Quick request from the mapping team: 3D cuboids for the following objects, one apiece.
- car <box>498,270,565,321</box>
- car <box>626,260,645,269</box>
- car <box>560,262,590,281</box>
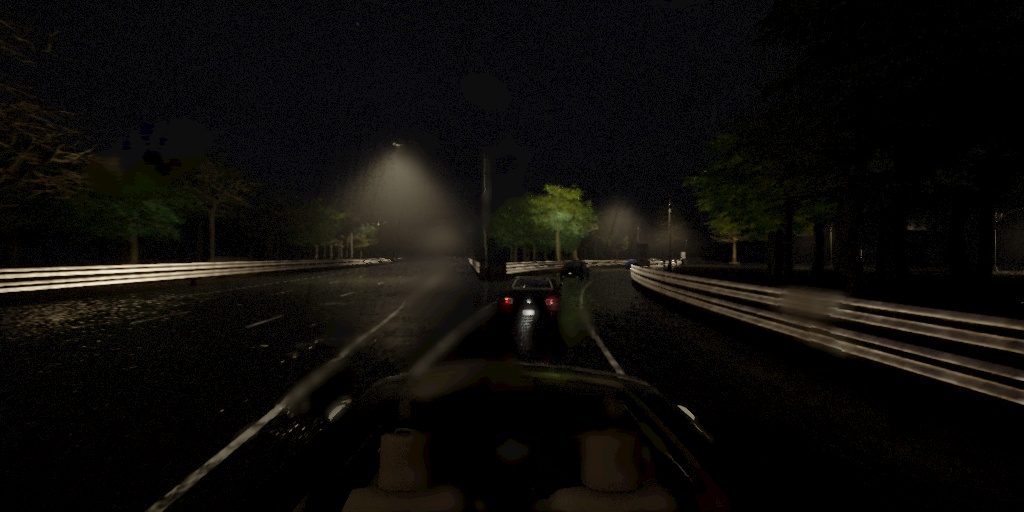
[{"bbox_3d":[0.814,1.344,12.581,1.895,1.301,4.718,0,0,8],"label":"car"},{"bbox_3d":[18.714,1.291,54.276,1.812,1.442,4.674,0,0,35],"label":"car"},{"bbox_3d":[5.458,1.242,30.691,1.882,1.535,5.008,0,0,20],"label":"car"}]
